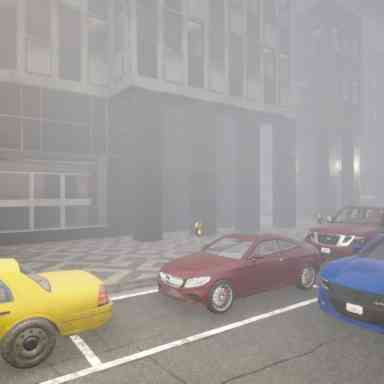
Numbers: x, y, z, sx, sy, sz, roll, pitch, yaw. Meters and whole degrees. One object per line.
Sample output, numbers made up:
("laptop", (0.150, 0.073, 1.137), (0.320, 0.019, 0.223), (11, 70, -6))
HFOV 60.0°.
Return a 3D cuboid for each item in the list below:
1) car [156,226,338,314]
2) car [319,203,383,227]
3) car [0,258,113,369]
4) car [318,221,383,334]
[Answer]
("car", (1.224, 1.582, 7.521), (4.206, 1.307, 1.802), (0, 0, -35))
("car", (5.787, 1.316, 10.773), (5.009, 1.841, 2.192), (0, 0, -35))
("car", (-3.477, 1.525, 4.172), (4.829, 1.417, 1.752), (0, 0, -35))
("car", (4.471, 1.478, 6.440), (5.008, 1.535, 1.882), (0, 0, -35))
